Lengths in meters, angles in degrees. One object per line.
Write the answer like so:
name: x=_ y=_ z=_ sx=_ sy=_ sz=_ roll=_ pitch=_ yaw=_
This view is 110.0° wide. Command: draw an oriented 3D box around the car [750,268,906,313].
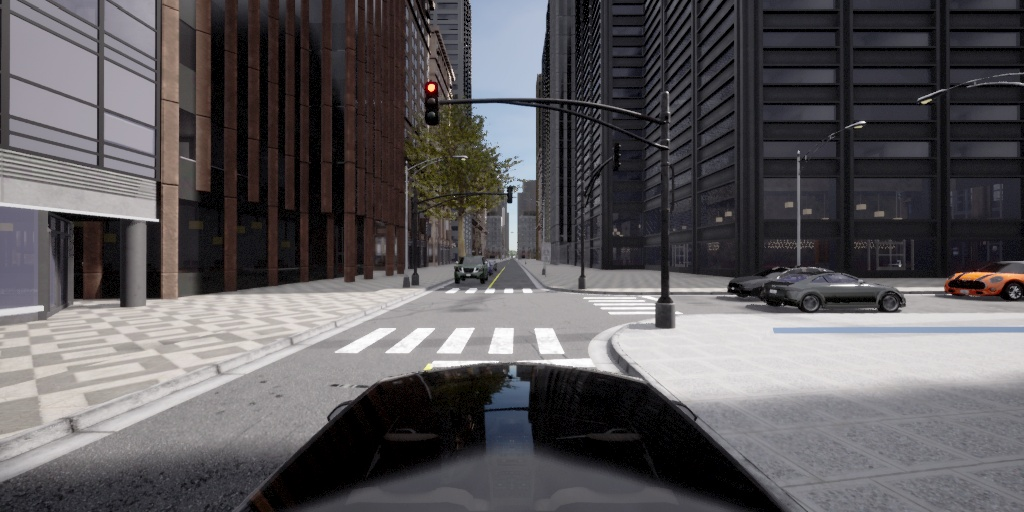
car: x=11.556 y=1.257 z=13.104 sx=4.181 sy=1.385 sz=1.994 roll=0 pitch=0 yaw=0

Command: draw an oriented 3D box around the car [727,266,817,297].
car: x=12.412 y=1.207 z=16.205 sx=4.892 sy=1.490 sz=1.837 roll=0 pitch=0 yaw=0

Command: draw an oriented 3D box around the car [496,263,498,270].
car: x=-2.956 y=1.268 z=48.643 sx=2.128 sy=1.511 sz=4.902 roll=0 pitch=0 yaw=0

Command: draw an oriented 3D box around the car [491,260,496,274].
car: x=-2.998 y=1.286 z=37.669 sx=1.812 sy=1.442 sz=4.674 roll=0 pitch=0 yaw=0

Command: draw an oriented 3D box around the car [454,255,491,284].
car: x=-3.027 y=0.975 z=27.647 sx=2.150 sy=2.045 sz=5.566 roll=0 pitch=0 yaw=0

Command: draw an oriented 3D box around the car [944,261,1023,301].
car: x=22.696 y=1.017 z=16.200 sx=4.553 sy=1.767 sz=2.097 roll=0 pitch=0 yaw=0
